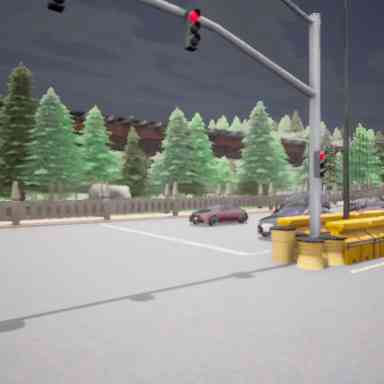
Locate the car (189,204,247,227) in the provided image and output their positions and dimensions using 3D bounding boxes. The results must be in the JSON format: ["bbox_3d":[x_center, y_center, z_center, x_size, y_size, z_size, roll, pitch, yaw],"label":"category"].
[{"bbox_3d":[1.864,1.495,22.519,4.181,1.385,1.994,0,0,-36],"label":"car"}]

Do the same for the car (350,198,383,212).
[{"bbox_3d":[12.695,1.245,21.651,4.553,1.767,2.097,0,0,-36],"label":"car"}]

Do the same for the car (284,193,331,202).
[{"bbox_3d":[9.409,1.109,27.903,5.566,2.045,2.150,0,0,-35],"label":"car"}]

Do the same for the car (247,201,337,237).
[{"bbox_3d":[5.302,1.427,16.334,4.902,1.511,2.128,0,0,-37],"label":"car"}]

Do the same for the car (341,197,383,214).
[{"bbox_3d":[17.193,1.339,33.475,4.674,1.442,1.812,-1,1,-36],"label":"car"}]
